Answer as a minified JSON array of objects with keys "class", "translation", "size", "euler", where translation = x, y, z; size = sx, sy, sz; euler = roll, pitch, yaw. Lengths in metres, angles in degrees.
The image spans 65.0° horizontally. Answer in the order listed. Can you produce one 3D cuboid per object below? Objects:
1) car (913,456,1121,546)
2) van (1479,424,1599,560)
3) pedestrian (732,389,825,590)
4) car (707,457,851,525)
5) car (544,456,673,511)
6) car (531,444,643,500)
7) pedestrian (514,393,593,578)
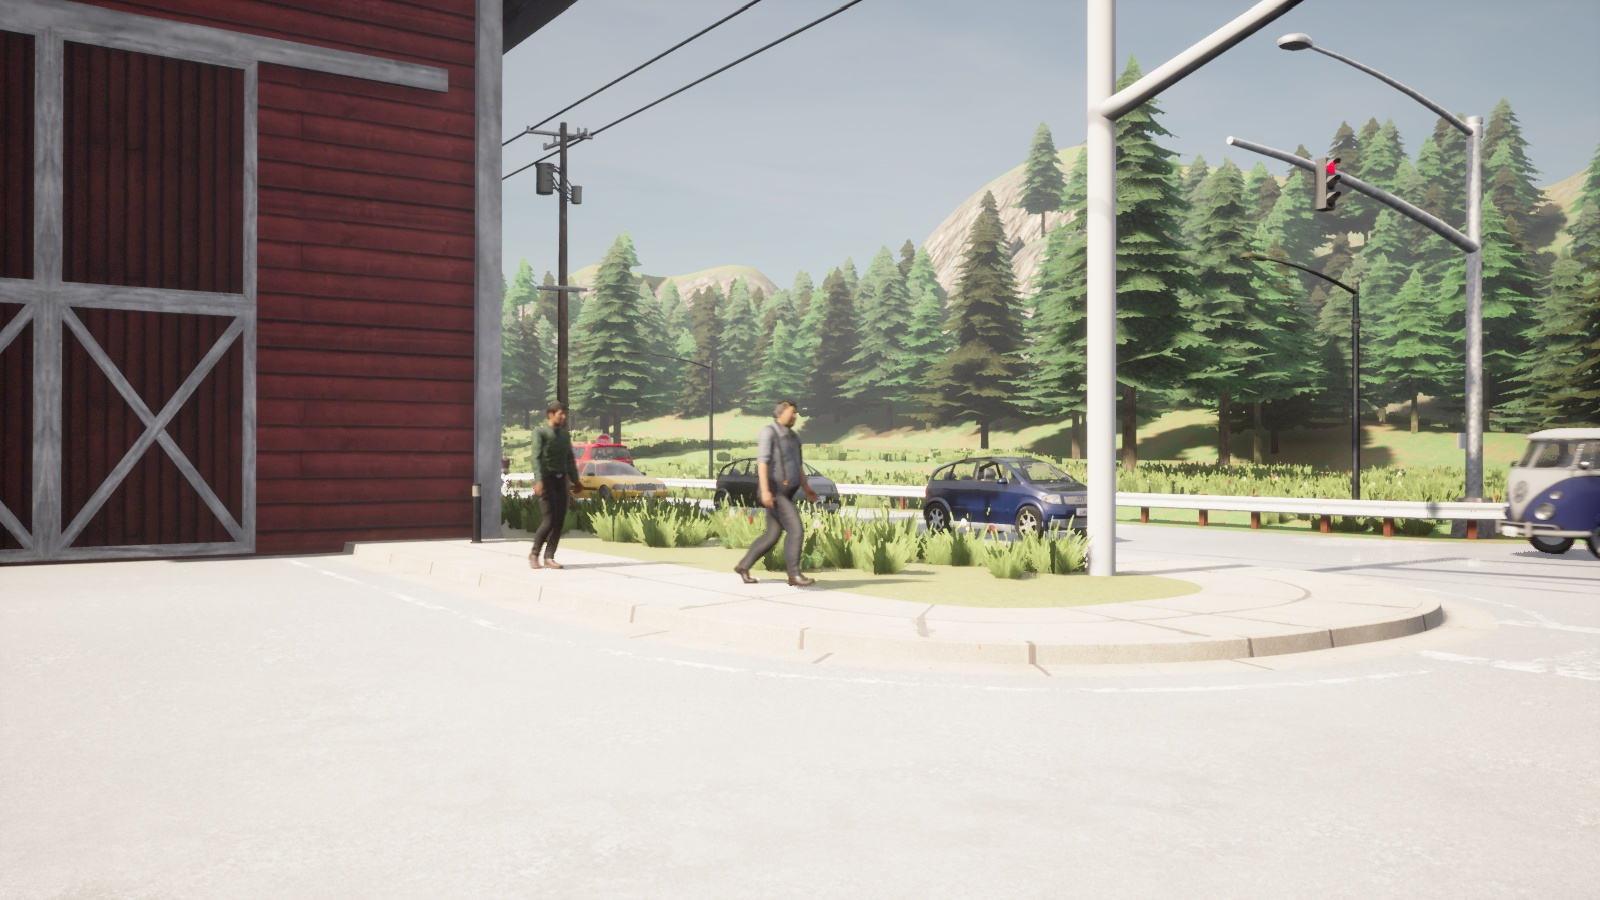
[{"class":"car","translation":[4.009,0.891,23.679],"size":[1.789,1.549,3.705],"euler":[0,0,-34]},{"class":"van","translation":[13.099,0.599,19.210],"size":[4.442,1.987,1.775],"euler":[0,0,0]},{"class":"pedestrian","translation":[-0.200,0.365,11.946],"size":[0.694,1.848,0.540],"euler":[0,0,32]},{"class":"car","translation":[-0.572,0.945,30.515],"size":[1.789,1.549,3.705],"euler":[0,0,-34]},{"class":"car","translation":[-5.980,0.969,38.589],"size":[1.801,1.575,5.366],"euler":[0,0,-34]},{"class":"car","translation":[-8.285,0.815,48.326],"size":[2.150,2.045,5.566],"euler":[0,0,-34]},{"class":"pedestrian","translation":[-2.684,0.380,13.679],"size":[0.788,1.949,0.423],"euler":[0,0,36]}]
